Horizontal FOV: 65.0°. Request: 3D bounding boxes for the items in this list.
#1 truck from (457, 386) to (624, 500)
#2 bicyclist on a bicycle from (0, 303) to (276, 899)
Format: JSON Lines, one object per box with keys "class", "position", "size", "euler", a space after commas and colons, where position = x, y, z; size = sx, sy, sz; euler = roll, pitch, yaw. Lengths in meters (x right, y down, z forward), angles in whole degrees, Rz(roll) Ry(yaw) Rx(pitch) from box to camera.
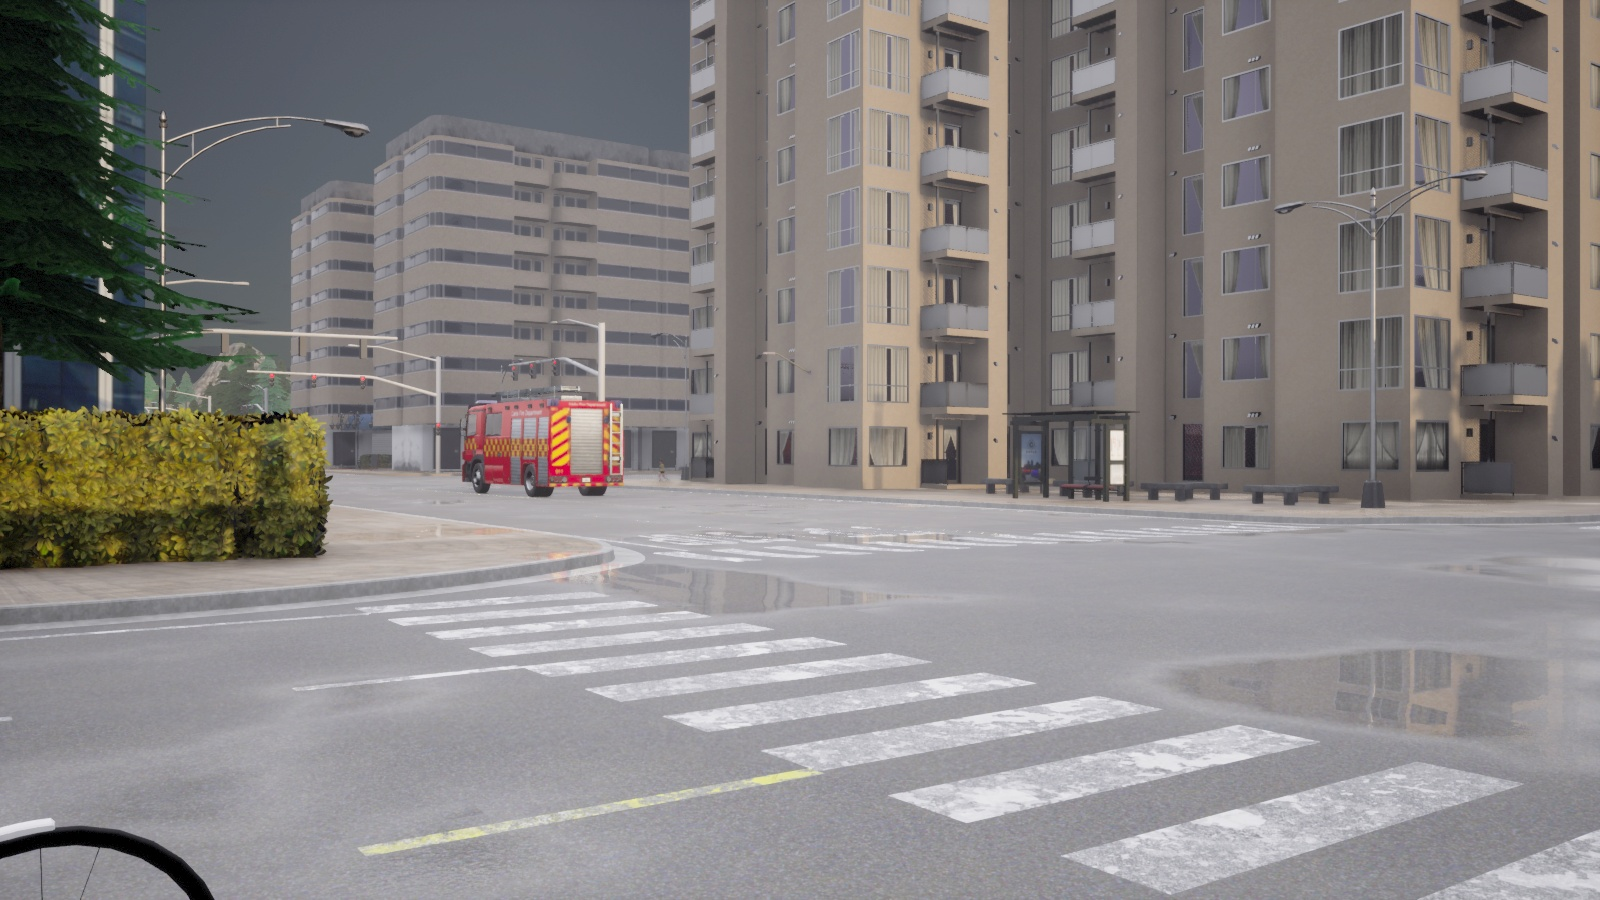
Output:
{"class": "truck", "position": [-9.774, -0.230, 46.430], "size": [2.891, 3.827, 8.468], "euler": [0, 0, -35]}
{"class": "bicyclist on a bicycle", "position": [-2.003, 0.625, 2.277], "size": [1.843, 1.776, 0.659], "euler": [0, 0, -35]}
